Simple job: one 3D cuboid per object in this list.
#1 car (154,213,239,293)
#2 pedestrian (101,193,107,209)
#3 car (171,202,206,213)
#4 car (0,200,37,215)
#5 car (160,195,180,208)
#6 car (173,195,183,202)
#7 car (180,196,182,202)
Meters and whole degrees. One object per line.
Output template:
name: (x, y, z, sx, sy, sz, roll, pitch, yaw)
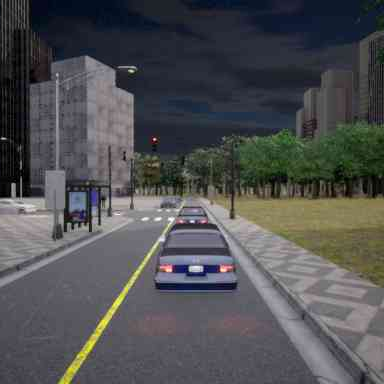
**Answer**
car: (0.080, 1.545, 8.987, 2.033, 1.411, 5.357, 0, 0, 0)
pedestrian: (-10.138, 1.050, 38.174, 0.375, 1.860, 0.375, 0, 0, 1)
car: (0.050, 1.538, 19.322, 2.033, 1.411, 5.357, 0, 0, 1)
car: (-17.504, 1.468, 32.137, 4.674, 1.442, 1.812, 0, 1, 1)
car: (-3.161, 1.307, 45.952, 2.097, 1.767, 4.553, 0, 0, 0)
car: (-3.151, 1.453, 73.733, 1.994, 1.385, 4.181, 0, 0, 0)
car: (-3.165, 1.426, 58.851, 2.128, 1.511, 4.902, 0, 0, 0)
